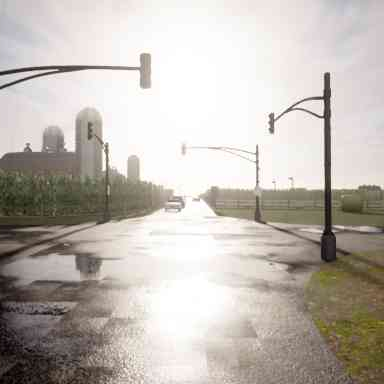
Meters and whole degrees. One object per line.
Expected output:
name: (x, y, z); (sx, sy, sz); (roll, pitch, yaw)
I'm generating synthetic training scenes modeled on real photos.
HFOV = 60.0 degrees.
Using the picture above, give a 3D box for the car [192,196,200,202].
car: (1.023, 1.726, 80.219); (1.895, 1.301, 4.718); (0, 0, 1)

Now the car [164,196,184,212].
car: (-2.233, 1.565, 40.126); (1.812, 1.442, 4.674); (0, 0, 1)

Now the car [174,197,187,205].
car: (-2.004, 1.622, 60.134); (2.033, 1.411, 5.357); (0, 0, 1)

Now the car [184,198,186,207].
car: (-2.130, 1.407, 49.953); (2.097, 1.767, 4.553); (0, 0, 1)
